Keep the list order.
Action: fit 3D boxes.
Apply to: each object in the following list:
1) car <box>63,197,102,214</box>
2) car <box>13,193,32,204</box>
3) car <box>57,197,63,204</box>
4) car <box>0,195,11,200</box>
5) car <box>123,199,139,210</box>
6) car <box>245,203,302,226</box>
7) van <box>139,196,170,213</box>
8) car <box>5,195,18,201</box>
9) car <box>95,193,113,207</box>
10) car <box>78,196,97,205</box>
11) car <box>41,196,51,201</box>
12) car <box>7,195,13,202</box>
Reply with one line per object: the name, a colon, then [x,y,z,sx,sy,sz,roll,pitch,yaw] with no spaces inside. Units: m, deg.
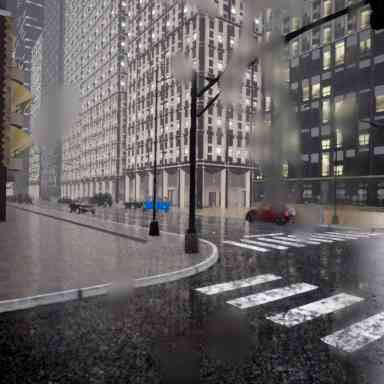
car: [-10.904,1.427,32.890,2.008,1.369,4.403,1,-1,-35]
car: [-30.523,1.155,60.524,2.192,1.841,5.009,1,-1,-35]
car: [-22.599,1.522,59.346,1.994,1.385,4.181,1,-1,-35]
car: [-46.784,1.366,83.413,1.752,1.417,4.829,1,-1,-35]
car: [-7.343,1.584,42.347,2.008,1.369,4.403,1,-1,-35]
car: [5.742,1.505,23.926,1.967,1.590,4.097,1,-1,-35]
van: [-4.068,1.382,37.743,1.690,1.788,3.998,1,-1,-35]
car: [-40.338,1.378,74.338,2.008,1.369,4.403,1,-1,-35]
car: [-14.490,1.255,53.140,2.150,2.045,5.566,1,-1,-35]
car: [-18.499,1.526,58.843,1.837,1.490,4.892,1,-1,-35]
car: [-36.779,1.571,83.794,1.802,1.307,4.206,1,-1,-35]
car: [-37.069,1.397,69.733,1.947,1.339,4.313,1,-1,-35]
